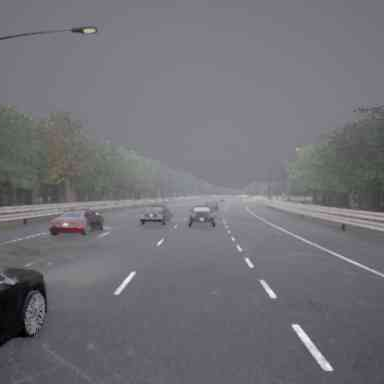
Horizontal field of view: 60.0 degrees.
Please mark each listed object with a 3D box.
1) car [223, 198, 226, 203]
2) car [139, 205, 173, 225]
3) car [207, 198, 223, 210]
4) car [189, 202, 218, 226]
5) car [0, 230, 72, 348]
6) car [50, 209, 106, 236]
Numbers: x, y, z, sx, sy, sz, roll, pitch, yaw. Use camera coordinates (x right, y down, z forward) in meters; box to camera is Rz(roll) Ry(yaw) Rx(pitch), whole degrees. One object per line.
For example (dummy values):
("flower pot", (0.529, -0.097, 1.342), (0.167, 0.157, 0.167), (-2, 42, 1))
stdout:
("car", (8.668, 2.293, 93.873), (1.895, 1.301, 4.718), (0, 0, 7))
("car", (-2.649, 1.714, 25.399), (2.033, 1.411, 5.357), (0, 0, 4))
("car", (2.866, 1.841, 47.494), (2.128, 1.511, 4.902), (0, 0, 7))
("car", (0.751, 1.702, 24.838), (1.812, 1.442, 4.674), (0, 0, 2))
("car", (-3.373, 1.503, 3.764), (2.128, 1.511, 4.902), (0, 0, 0))
("car", (-6.460, 1.670, 19.245), (1.994, 1.385, 4.181), (0, 0, 3))
